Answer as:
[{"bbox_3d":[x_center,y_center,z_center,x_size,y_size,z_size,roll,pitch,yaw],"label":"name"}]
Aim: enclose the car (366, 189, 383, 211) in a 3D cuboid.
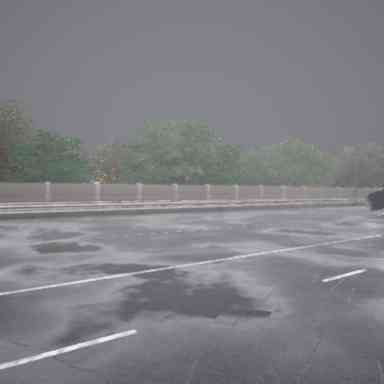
[{"bbox_3d":[19.901,0.296,32.295,1.411,2.033,5.357,4,-24,-44],"label":"car"}]
